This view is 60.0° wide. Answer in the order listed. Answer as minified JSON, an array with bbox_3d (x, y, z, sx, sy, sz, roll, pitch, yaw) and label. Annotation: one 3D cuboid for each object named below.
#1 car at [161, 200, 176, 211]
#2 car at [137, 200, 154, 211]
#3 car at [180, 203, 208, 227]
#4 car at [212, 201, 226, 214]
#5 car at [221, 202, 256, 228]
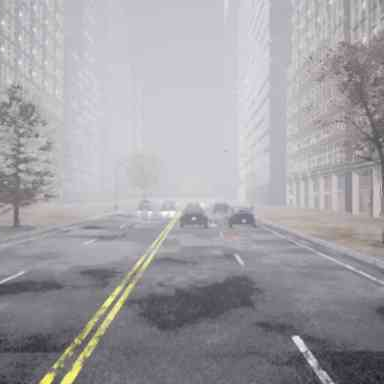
[{"bbox_3d":[-3.221,1.854,47.124,2.128,1.511,4.902,0,-1,0],"label":"car"},{"bbox_3d":[-6.473,1.859,46.892,1.837,1.490,4.892,0,-1,1],"label":"car"},{"bbox_3d":[0.132,1.755,24.257,1.994,1.385,4.181,0,0,0],"label":"car"},{"bbox_3d":[3.421,1.798,40.108,1.882,1.535,5.008,0,0,0],"label":"car"},{"bbox_3d":[3.384,1.719,23.868,1.812,1.442,4.674,0,0,0],"label":"car"}]
